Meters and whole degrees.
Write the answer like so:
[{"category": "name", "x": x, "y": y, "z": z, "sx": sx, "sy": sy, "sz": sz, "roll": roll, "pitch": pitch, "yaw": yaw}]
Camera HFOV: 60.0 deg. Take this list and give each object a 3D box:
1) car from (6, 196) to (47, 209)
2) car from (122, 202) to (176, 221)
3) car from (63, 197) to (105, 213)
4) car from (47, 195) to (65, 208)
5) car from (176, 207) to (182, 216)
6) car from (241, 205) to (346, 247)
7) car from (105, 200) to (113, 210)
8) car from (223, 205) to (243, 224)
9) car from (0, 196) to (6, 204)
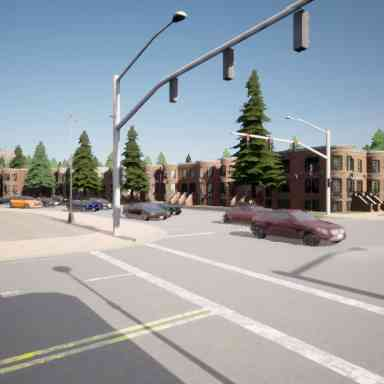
[{"category": "car", "x": -22.186, "y": 1.352, "z": 44.594, "sx": 4.553, "sy": 1.767, "sz": 2.097, "roll": 0, "pitch": 0, "yaw": 26}, {"category": "car", "x": -3.854, "y": 1.547, "z": 27.230, "sx": 2.033, "sy": 1.411, "sz": 5.357, "roll": 0, "pitch": 0, "yaw": -36}, {"category": "car", "x": -12.251, "y": 1.601, "z": 37.485, "sx": 4.718, "sy": 1.301, "sz": 1.895, "roll": 0, "pitch": 0, "yaw": 43}, {"category": "car", "x": -21.340, "y": 1.492, "z": 48.092, "sx": 4.902, "sy": 1.511, "sz": 2.128, "roll": 0, "pitch": 0, "yaw": 26}, {"category": "car", "x": -2.925, "y": 1.601, "z": 31.758, "sx": 1.895, "sy": 1.301, "sz": 4.718, "roll": 0, "pitch": 0, "yaw": -37}, {"category": "car", "x": 4.650, "y": 1.525, "z": 15.320, "sx": 1.812, "sy": 1.442, "sz": 4.674, "roll": 0, "pitch": 0, "yaw": -34}, {"category": "car", "x": -11.739, "y": 1.492, "z": 41.670, "sx": 4.902, "sy": 1.511, "sz": 2.128, "roll": 0, "pitch": 0, "yaw": 40}, {"category": "car", "x": 4.063, "y": 1.564, "z": 22.655, "sx": 1.994, "sy": 1.385, "sz": 4.181, "roll": 0, "pitch": 0, "yaw": -40}, {"category": "car", "x": -32.908, "y": 1.492, "z": 58.970, "sx": 4.902, "sy": 1.511, "sz": 2.128, "roll": 0, "pitch": 0, "yaw": 9}]
